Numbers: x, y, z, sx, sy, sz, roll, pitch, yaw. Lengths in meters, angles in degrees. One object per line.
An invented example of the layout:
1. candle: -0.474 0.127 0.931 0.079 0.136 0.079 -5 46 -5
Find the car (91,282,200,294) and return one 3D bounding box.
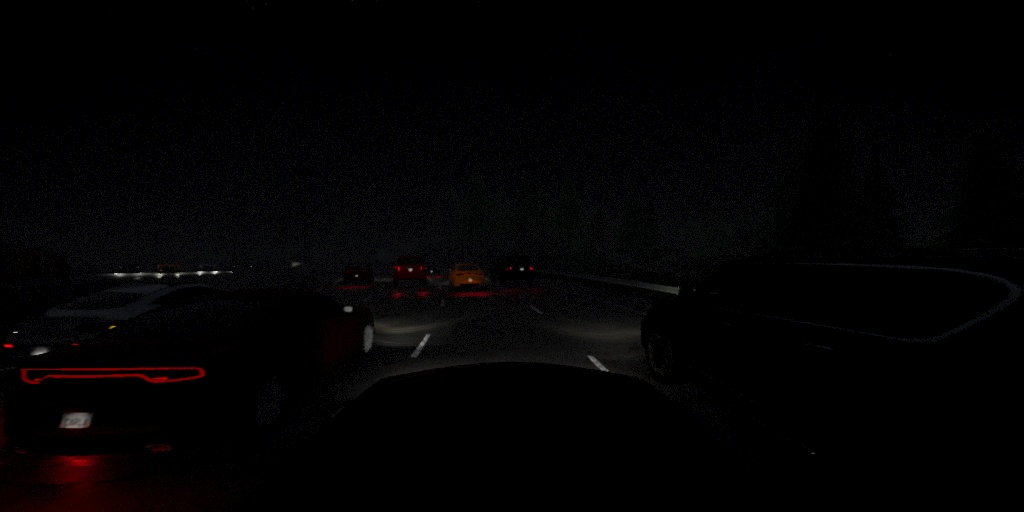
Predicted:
1. car: -7.412 1.278 7.788 1.812 1.442 4.674 0 0 -5

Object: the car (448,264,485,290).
1. car: -2.981 1.235 22.940 1.882 1.535 5.008 0 0 -14

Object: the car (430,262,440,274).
1. car: -9.580 1.365 40.256 1.895 1.301 4.718 0 0 -27

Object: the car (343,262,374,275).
1. car: -11.571 1.237 27.159 1.882 1.535 5.008 0 0 -19

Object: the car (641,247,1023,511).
1. car: 3.408 0.970 3.916 2.150 2.045 5.566 0 0 -2

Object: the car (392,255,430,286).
1. car: -7.314 0.981 25.544 2.150 2.045 5.566 0 0 -17

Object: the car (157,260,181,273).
1. car: -41.241 1.245 43.129 1.882 1.535 5.008 0 0 -42

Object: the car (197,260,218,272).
1. car: -40.023 1.294 47.019 1.812 1.442 4.674 0 0 -44

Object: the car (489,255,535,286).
1. car: -0.131 0.978 25.897 2.150 2.045 5.566 0 0 -16

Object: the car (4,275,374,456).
1. car: -3.718 1.229 5.456 1.882 1.535 5.008 0 0 -2

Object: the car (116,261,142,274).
1. car: -45.653 1.296 42.809 4.674 1.442 1.812 0 0 45

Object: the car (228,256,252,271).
1. car: -37.751 0.996 49.722 2.150 2.045 5.566 0 0 -45
